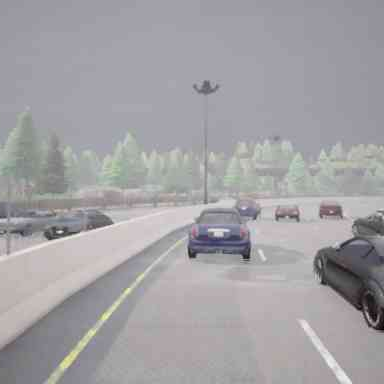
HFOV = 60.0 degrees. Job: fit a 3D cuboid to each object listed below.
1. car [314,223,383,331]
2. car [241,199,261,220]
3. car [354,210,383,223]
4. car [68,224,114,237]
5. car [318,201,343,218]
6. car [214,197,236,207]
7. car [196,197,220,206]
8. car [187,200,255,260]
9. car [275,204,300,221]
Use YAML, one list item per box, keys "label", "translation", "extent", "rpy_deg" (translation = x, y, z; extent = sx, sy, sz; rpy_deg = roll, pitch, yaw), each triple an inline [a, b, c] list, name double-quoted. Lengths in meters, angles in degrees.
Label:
- label: "car"
  translation: [3.986, 1.581, 6.826]
  extent: [1.994, 1.385, 4.181]
  rpy_deg: [0, 0, 4]
- label: "car"
  translation: [4.866, 1.408, 29.214]
  extent: [2.097, 1.767, 4.553]
  rpy_deg: [0, 0, 17]
- label: "car"
  translation: [8.379, 1.527, 14.139]
  extent: [2.128, 1.511, 4.902]
  rpy_deg: [0, 0, 9]
- label: "car"
  translation: [-5.551, 1.585, 16.720]
  extent: [1.994, 1.385, 4.181]
  rpy_deg: [0, 0, 10]
- label: "car"
  translation: [12.766, 1.547, 30.768]
  extent: [1.882, 1.535, 5.008]
  rpy_deg: [0, 0, 20]
- label: "car"
  translation: [5.616, 1.629, 56.147]
  extent: [1.812, 1.442, 4.674]
  rpy_deg: [0, 0, 32]
- label: "car"
  translation: [2.888, 1.595, 58.344]
  extent: [2.128, 1.511, 4.902]
  rpy_deg: [0, 0, 32]
- label: "car"
  translation: [1.112, 1.376, 12.793]
  extent: [2.097, 1.767, 4.553]
  rpy_deg: [0, 0, 7]
- label: "car"
  translation: [8.050, 1.659, 27.900]
  extent: [1.895, 1.301, 4.718]
  rpy_deg: [0, 0, 18]
